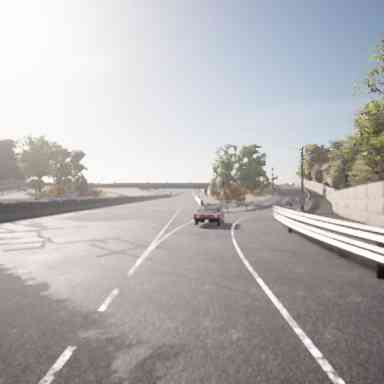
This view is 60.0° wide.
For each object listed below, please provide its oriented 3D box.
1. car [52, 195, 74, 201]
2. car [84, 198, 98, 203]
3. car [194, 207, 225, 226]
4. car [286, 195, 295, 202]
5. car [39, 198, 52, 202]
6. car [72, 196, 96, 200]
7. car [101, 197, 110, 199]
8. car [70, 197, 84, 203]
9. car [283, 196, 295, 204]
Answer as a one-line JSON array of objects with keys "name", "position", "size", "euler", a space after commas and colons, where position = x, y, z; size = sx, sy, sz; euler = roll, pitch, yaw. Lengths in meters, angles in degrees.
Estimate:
[{"name": "car", "position": [-24.510, 1.575, 64.760], "size": [2.150, 2.045, 5.566], "euler": [0, 0, 0]}, {"name": "car", "position": [-24.513, 2.046, 81.007], "size": [1.895, 1.301, 4.718], "euler": [0, 0, 0]}, {"name": "car", "position": [1.424, 1.755, 25.010], "size": [1.895, 1.301, 4.718], "euler": [0, -1, 10]}, {"name": "car", "position": [26.308, 1.734, 88.712], "size": [1.994, 1.385, 4.181], "euler": [0, 3, 19]}, {"name": "car", "position": [-28.010, 1.828, 64.788], "size": [1.882, 1.535, 5.008], "euler": [0, 0, 0]}, {"name": "car", "position": [-21.011, 1.871, 64.834], "size": [2.128, 1.511, 4.902], "euler": [0, 0, 0]}, {"name": "car", "position": [-21.013, 1.928, 81.038], "size": [1.882, 1.535, 5.008], "euler": [0, 0, 0]}, {"name": "car", "position": [-28.013, 1.951, 81.037], "size": [1.837, 1.490, 4.892], "euler": [0, 0, 0]}, {"name": "car", "position": [22.813, 2.325, 79.231], "size": [1.895, 1.301, 4.718], "euler": [0, 2, 20]}]
